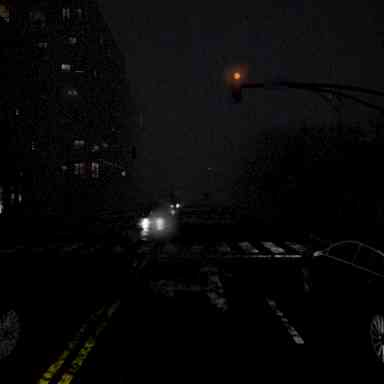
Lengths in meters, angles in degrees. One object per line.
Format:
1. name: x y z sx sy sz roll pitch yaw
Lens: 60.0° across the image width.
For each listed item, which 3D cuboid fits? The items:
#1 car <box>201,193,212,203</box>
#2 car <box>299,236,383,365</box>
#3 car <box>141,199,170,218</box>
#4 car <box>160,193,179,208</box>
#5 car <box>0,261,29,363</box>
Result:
1. car: 3.160 1.251 71.521 2.150 2.045 5.566 0 0 0
2. car: 3.341 1.491 5.654 2.128 1.511 4.902 0 0 0
3. car: -3.402 1.580 30.074 1.994 1.385 4.181 0 0 0
4. car: -3.421 1.232 48.336 2.150 2.045 5.566 0 0 0
5. car: -3.355 1.491 3.037 2.128 1.511 4.902 0 0 0
